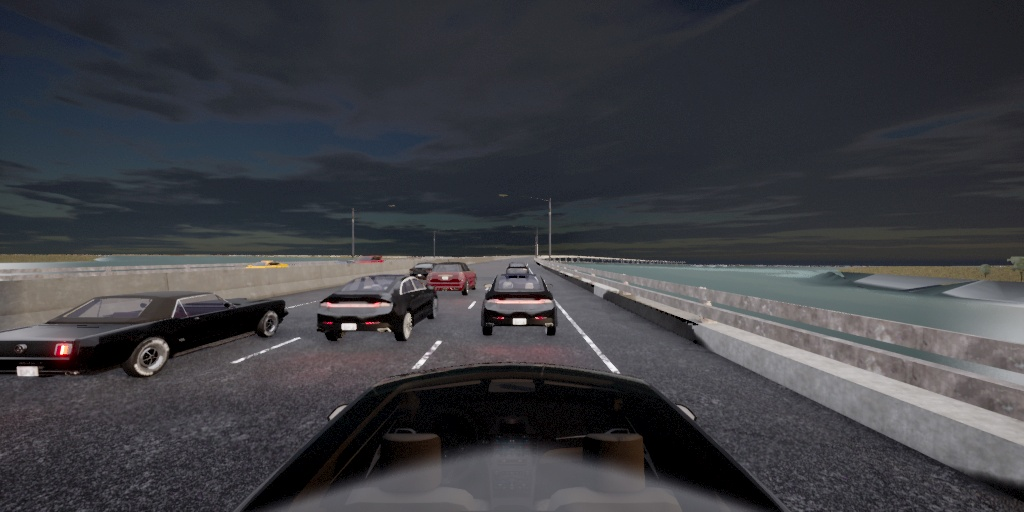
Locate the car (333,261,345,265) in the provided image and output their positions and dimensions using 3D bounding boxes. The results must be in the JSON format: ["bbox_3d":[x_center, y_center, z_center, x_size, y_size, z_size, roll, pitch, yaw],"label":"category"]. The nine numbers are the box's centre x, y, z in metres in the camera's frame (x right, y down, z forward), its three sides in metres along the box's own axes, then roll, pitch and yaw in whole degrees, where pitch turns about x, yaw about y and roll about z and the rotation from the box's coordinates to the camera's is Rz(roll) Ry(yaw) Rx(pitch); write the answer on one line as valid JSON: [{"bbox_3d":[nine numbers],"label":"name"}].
[{"bbox_3d":[-20.456,1.297,43.651,2.033,1.411,5.357,0,0,1],"label":"car"}]

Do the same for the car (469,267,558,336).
[{"bbox_3d":[0.186,1.242,10.392,2.128,1.511,4.902,0,0,0],"label":"car"}]

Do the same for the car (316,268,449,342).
[{"bbox_3d":[-3.324,1.242,9.794,2.128,1.511,4.902,0,0,1],"label":"car"}]

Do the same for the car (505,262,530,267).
[{"bbox_3d":[0.463,1.241,30.040,2.128,1.511,4.902,0,0,1],"label":"car"}]

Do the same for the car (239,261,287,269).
[{"bbox_3d":[-24.141,1.230,34.965,1.882,1.535,5.008,0,0,1],"label":"car"}]

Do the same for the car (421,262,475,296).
[{"bbox_3d":[-3.204,1.103,19.679,2.097,1.767,4.553,0,0,2],"label":"car"}]

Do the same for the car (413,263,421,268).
[{"bbox_3d":[-6.567,1.229,28.136,1.882,1.535,5.008,0,0,1],"label":"car"}]

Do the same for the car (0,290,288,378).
[{"bbox_3d":[-6.852,1.352,7.312,1.895,1.301,4.718,0,0,1],"label":"car"}]

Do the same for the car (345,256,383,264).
[{"bbox_3d":[-16.988,0.971,42.198,2.150,2.045,5.566,0,0,1],"label":"car"}]
